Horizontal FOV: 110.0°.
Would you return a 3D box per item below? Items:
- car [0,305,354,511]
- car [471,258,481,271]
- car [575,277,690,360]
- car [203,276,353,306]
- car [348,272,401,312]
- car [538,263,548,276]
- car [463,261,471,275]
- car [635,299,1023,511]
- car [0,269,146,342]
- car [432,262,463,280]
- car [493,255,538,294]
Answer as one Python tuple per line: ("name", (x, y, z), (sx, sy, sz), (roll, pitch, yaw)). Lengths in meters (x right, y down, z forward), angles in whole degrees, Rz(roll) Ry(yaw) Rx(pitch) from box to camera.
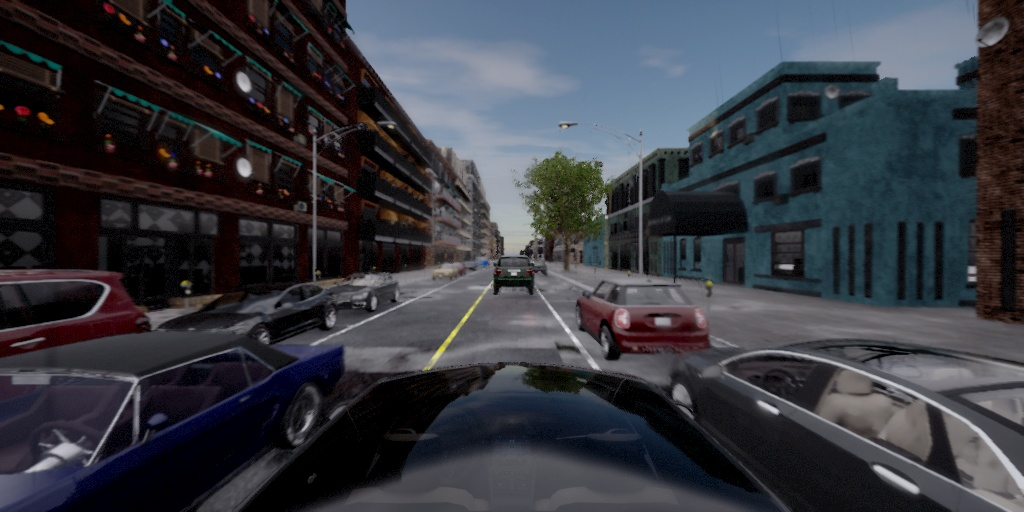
("car", (-3.095, 1.350, 2.442), (1.895, 1.301, 4.718), (0, 0, 0))
("car", (-5.689, 1.345, 48.210), (1.948, 1.339, 4.313), (0, 0, 0))
("car", (2.691, 1.191, 8.332), (1.967, 1.591, 4.097), (0, 0, 0))
("car", (-5.690, 1.317, 8.334), (1.948, 1.339, 4.313), (0, 0, 0))
("car", (-5.690, 1.304, 14.030), (2.007, 1.370, 4.403), (0, 0, 0))
("car", (2.692, 1.318, 36.815), (2.007, 1.370, 4.403), (0, 0, 0))
("car", (-5.689, 1.312, 36.818), (1.888, 1.381, 4.507), (0, 0, 0))
("car", (2.691, 1.301, 2.635), (2.007, 1.370, 4.403), (0, 0, 0))
("car", (-5.690, 1.065, 2.637), (2.192, 1.841, 5.009), (0, 0, 0))
("car", (-5.690, 1.288, 30.951), (1.751, 1.417, 4.829), (0, 0, 0))
("car", (0.100, 0.978, 20.630), (2.150, 2.045, 5.566), (0, 0, 0))
